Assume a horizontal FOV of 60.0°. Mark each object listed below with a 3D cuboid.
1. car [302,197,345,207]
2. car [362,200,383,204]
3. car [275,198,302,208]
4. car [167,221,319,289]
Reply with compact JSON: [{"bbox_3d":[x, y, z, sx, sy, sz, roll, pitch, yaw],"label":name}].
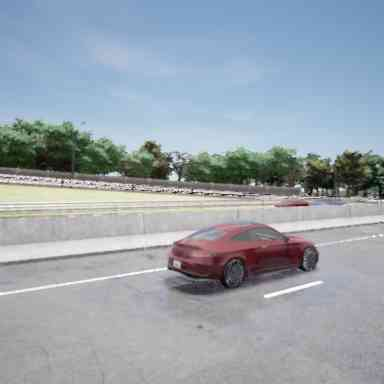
[{"bbox_3d":[14.422,1.384,35.758,4.553,1.767,2.097,0,0,-35],"label":"car"},{"bbox_3d":[19.073,1.566,34.773,4.674,1.442,1.812,0,0,-35],"label":"car"},{"bbox_3d":[11.560,1.510,38.018,5.008,1.535,1.882,0,0,-35],"label":"car"},{"bbox_3d":[1.519,1.528,9.143,4.674,1.442,1.812,0,0,-36],"label":"car"}]
